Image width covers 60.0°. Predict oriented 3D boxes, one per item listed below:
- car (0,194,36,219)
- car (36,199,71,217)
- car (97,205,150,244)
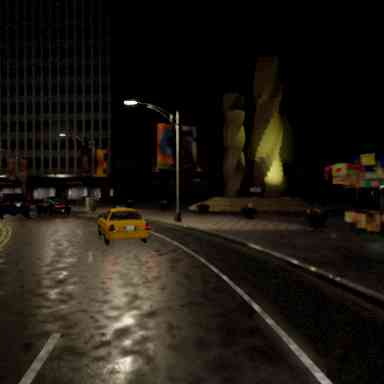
[{"bbox_3d":[-15.735,1.154,28.448,2.150,2.045,5.566,0,0,-45],"label":"car"},{"bbox_3d":[-12.654,1.406,30.135,2.128,1.511,4.902,0,0,-43],"label":"car"},{"bbox_3d":[-3.326,1.402,15.510,1.801,1.575,5.366,0,0,-20],"label":"car"}]
